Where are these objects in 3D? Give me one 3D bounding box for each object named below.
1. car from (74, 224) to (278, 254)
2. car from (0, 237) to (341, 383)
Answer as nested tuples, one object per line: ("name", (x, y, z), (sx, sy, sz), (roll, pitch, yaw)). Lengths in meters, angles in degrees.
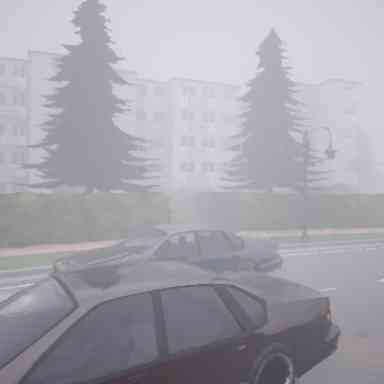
("car", (-0.338, 1.487, 7.683), (5.357, 1.411, 2.033), (0, 0, -30))
("car", (-0.770, 1.512, 3.345), (5.357, 1.411, 2.033), (0, 0, -33))
